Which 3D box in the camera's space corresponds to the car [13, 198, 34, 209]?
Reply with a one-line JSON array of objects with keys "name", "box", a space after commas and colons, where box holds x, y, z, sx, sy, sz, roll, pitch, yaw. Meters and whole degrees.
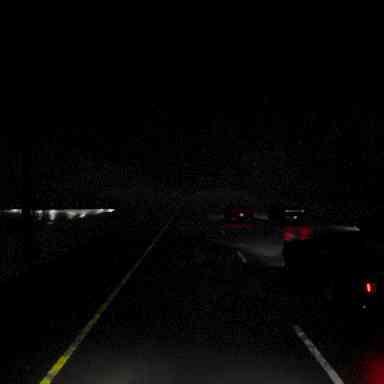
[{"name": "car", "box": [-21.020, 1.442, 42.466, 1.994, 1.385, 4.181, 0, 1, 0]}]

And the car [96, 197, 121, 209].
[{"name": "car", "box": [-10.518, 1.386, 43.190, 1.837, 1.490, 4.892, 0, 0, 0]}]

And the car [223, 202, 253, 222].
[{"name": "car", "box": [3.632, 1.513, 26.751, 1.882, 1.535, 5.008, 0, 0, 0]}]

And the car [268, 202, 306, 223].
[{"name": "car", "box": [7.130, 1.538, 25.380, 2.128, 1.511, 4.902, 0, 0, 0]}]

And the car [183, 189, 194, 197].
[{"name": "car", "box": [-1.120, 0.276, 82.588, 2.150, 2.045, 5.566, 0, 2, 0]}]

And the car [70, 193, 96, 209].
[{"name": "car", "box": [-14.018, 1.100, 43.225, 2.150, 2.045, 5.566, 0, 0, 0]}]

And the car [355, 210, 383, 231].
[{"name": "car", "box": [10.620, 1.616, 17.327, 2.033, 1.411, 5.357, 0, 0, 0]}]

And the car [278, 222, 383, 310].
[{"name": "car", "box": [3.610, 1.648, 7.867, 1.895, 1.301, 4.718, 0, 0, 0]}]

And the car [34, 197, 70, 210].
[{"name": "car", "box": [-17.523, 1.413, 41.894, 1.812, 1.442, 4.674, 0, 1, 0]}]
